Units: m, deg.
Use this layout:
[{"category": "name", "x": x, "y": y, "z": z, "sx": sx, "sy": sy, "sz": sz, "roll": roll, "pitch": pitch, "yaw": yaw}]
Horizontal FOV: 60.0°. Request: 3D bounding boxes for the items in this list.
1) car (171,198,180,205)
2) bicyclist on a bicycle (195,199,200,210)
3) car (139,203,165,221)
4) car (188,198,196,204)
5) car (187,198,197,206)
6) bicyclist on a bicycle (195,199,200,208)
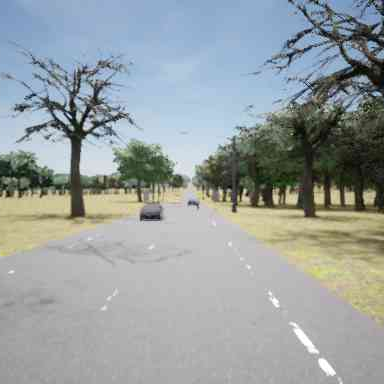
[{"category": "car", "x": -3.495, "y": 2.081, "z": 72.164, "sx": 1.882, "sy": 1.535, "sz": 5.008, "roll": 0, "pitch": -1, "yaw": 0}, {"category": "bicyclist on a bicycle", "x": 0.966, "y": 1.973, "z": 50.860, "sx": 0.582, "sy": 1.620, "sz": 1.656, "roll": 0, "pitch": -1, "yaw": 0}, {"category": "car", "x": -3.594, "y": 1.765, "z": 30.369, "sx": 1.882, "sy": 1.535, "sz": 5.008, "roll": 0, "pitch": -1, "yaw": 0}, {"category": "car", "x": 0.006, "y": 2.327, "z": 86.018, "sx": 1.882, "sy": 1.535, "sz": 5.008, "roll": 0, "pitch": -1, "yaw": 0}, {"category": "car", "x": 0.005, "y": 2.277, "z": 74.058, "sx": 1.882, "sy": 1.535, "sz": 5.008, "roll": 0, "pitch": -1, "yaw": 0}, {"category": "bicyclist on a bicycle", "x": 0.960, "y": 2.055, "z": 58.985, "sx": 0.866, "sy": 1.612, "sz": 1.509, "roll": 0, "pitch": -1, "yaw": 0}]
